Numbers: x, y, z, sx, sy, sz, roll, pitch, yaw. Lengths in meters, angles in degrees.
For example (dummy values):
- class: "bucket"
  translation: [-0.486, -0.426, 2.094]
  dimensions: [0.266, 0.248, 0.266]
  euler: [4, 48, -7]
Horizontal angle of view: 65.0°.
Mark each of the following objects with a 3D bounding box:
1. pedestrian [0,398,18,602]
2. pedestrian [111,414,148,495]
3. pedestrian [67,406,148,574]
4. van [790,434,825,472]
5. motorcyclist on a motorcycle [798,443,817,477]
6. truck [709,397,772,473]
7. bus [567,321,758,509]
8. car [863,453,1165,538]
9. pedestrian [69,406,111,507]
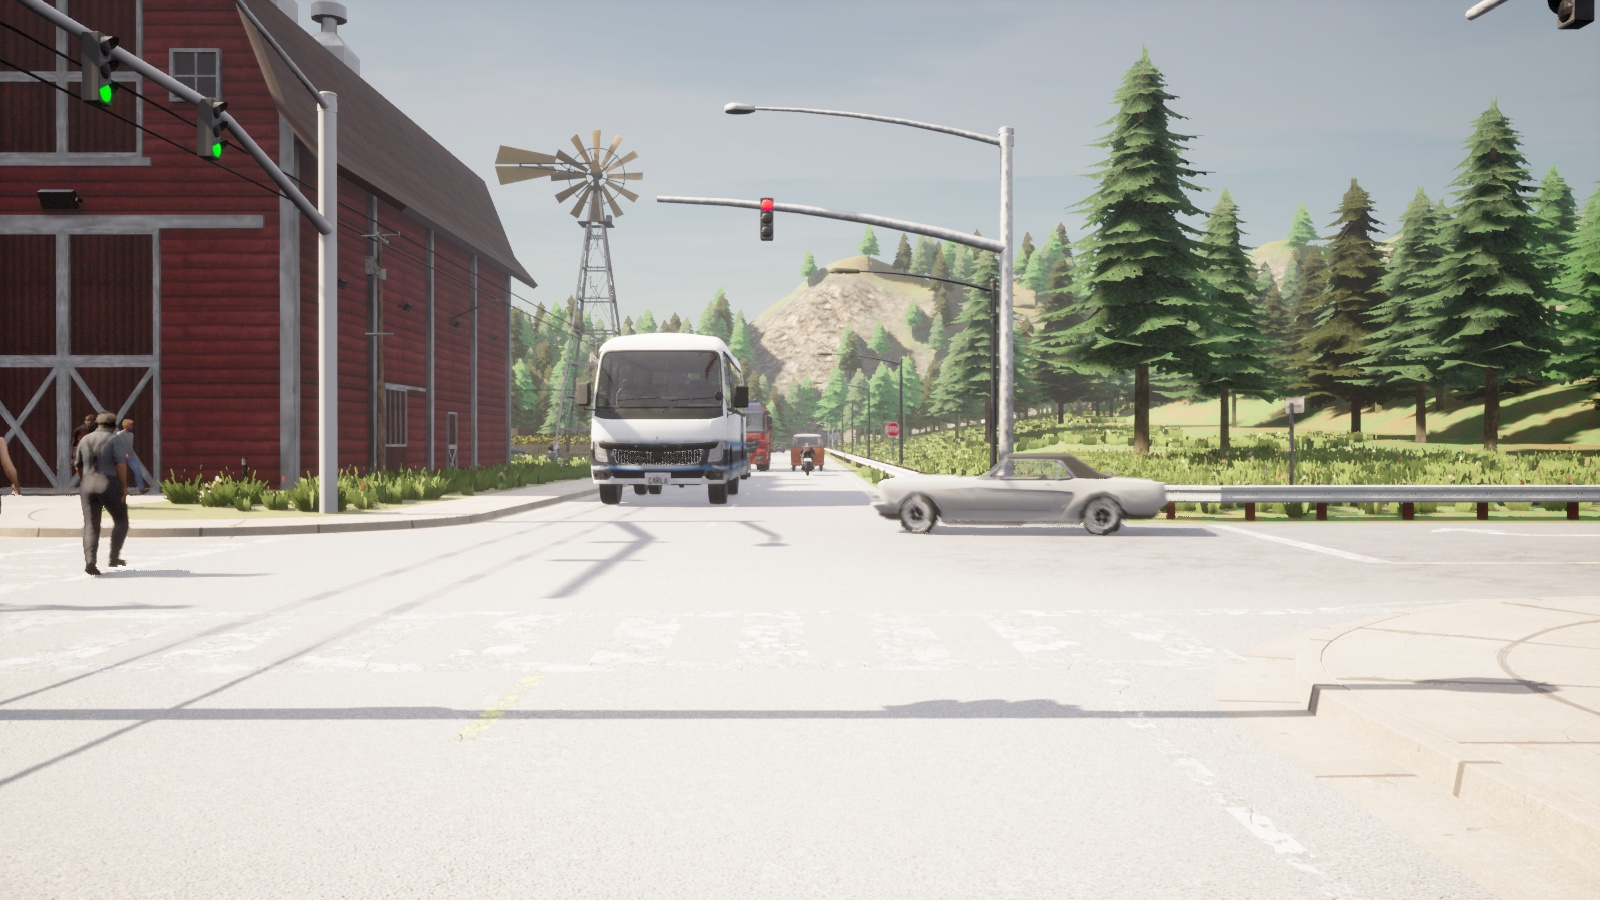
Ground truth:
- class: "pedestrian"
  translation: [-7.382, 0.452, 11.313]
  dimensions: [0.345, 1.836, 0.594]
  euler: [0, 0, -7]
- class: "pedestrian"
  translation: [-15.310, 0.099, 28.687]
  dimensions: [0.706, 1.836, 0.354]
  euler: [0, 0, 19]
- class: "pedestrian"
  translation: [-7.776, 0.436, 14.116]
  dimensions: [0.540, 1.848, 0.694]
  euler: [0, 0, -2]
- class: "van"
  translation: [0.402, 0.122, 67.170]
  dimensions: [1.775, 1.987, 4.442]
  euler: [0, 1, 0]
- class: "motorcyclist on a motorcycle"
  translation: [0.347, 0.456, 57.672]
  dimensions: [0.866, 1.530, 2.191]
  euler: [0, 0, 0]
- class: "truck"
  translation: [-3.096, -0.801, 67.475]
  dimensions: [2.891, 3.827, 8.468]
  euler: [0, 0, 0]
- class: "bus"
  translation: [-3.290, -0.823, 33.683]
  dimensions: [3.944, 4.253, 10.273]
  euler: [0, 0, 0]
- class: "car"
  translation: [3.520, 0.714, 20.857]
  dimensions: [4.718, 1.301, 1.895]
  euler: [0, 0, 10]
- class: "pedestrian"
  translation: [-13.231, 0.122, 23.410]
  dimensions: [0.634, 1.844, 0.899]
  euler: [0, 0, -27]
